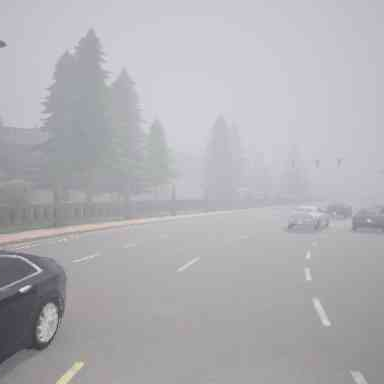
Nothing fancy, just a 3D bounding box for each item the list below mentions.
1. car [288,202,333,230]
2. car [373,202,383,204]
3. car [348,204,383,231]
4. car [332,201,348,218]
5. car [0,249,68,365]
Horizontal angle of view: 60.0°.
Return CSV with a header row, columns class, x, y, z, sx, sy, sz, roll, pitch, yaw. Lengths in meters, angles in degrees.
class,x,y,z,sx,sy,sz,roll,pitch,yaw
car,7.667,1.618,21.792,1.812,1.442,4.674,1,0,33
car,18.163,1.690,31.818,1.882,1.535,5.008,1,0,33
car,11.707,1.702,21.669,1.994,1.385,4.181,1,0,33
car,14.124,1.672,31.976,1.837,1.490,4.892,1,0,33
car,-3.137,1.471,3.506,1.837,1.490,4.892,0,0,8
